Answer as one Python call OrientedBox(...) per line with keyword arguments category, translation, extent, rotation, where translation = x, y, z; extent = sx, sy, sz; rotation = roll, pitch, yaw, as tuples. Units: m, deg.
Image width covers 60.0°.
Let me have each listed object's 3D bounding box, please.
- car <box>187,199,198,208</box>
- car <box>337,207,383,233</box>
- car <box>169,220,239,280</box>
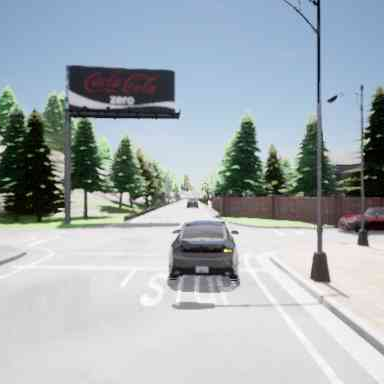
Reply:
OrientedBox(category="car", translation=(0.104, 2.137, 64.149), extent=(2.097, 1.767, 4.553), rotation=(0, -1, 0))
OrientedBox(category="car", translation=(12.117, 1.799, 21.993), extent=(4.553, 1.767, 2.097), rotation=(0, -1, 1))
OrientedBox(category="car", translation=(0.410, 1.635, 10.403), extent=(1.837, 1.490, 4.892), rotation=(0, 0, 4))
